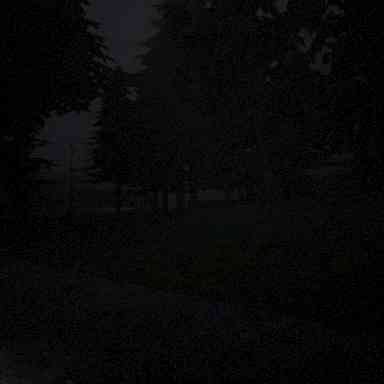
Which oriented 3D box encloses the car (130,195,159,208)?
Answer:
[{"bbox_3d":[-8.060,1.601,57.099,2.150,2.045,5.566,-1,-1,35],"label":"car"}]
